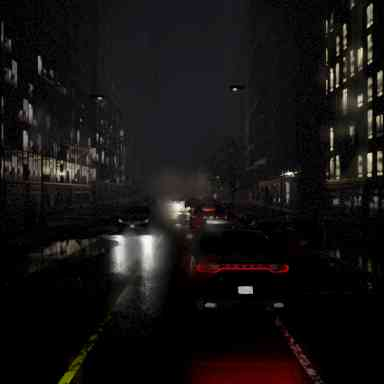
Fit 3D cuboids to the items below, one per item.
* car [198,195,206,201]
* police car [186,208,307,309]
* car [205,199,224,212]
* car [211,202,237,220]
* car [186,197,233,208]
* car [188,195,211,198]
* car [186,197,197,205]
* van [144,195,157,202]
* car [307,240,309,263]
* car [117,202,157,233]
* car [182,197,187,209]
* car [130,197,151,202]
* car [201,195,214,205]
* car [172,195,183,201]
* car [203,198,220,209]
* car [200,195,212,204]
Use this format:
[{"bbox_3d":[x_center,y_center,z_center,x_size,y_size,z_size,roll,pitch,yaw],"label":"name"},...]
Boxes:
[{"bbox_3d":[2.566,1.463,85.371,1.887,1.381,4.507,0,0,0],"label":"car"},{"bbox_3d":[0.888,1.425,8.111,1.930,1.638,5.238,0,0,0],"label":"police car"},{"bbox_3d":[2.632,1.544,39.831,2.008,1.369,4.403,0,0,0],"label":"car"},{"bbox_3d":[2.648,1.581,28.446,1.802,1.307,4.206,0,0,0],"label":"car"},{"bbox_3d":[0.872,1.351,17.971,2.097,1.767,4.553,0,0,0],"label":"car"},{"bbox_3d":[0.863,1.351,23.970,2.097,1.767,4.553,0,0,0],"label":"car"},{"bbox_3d":[-0.087,1.531,58.761,1.994,1.385,4.181,0,0,0],"label":"car"},{"bbox_3d":[-5.757,1.328,45.515,1.690,1.788,3.998,0,0,0],"label":"van"},{"bbox_3d":[2.673,1.582,11.368,1.802,1.307,4.206,0,0,0],"label":"car"},{"bbox_3d":[-3.129,1.525,19.782,1.812,1.442,4.674,0,0,0],"label":"car"},{"bbox_3d":[-0.052,1.588,45.646,1.895,1.301,4.718,0,0,0],"label":"car"},{"bbox_3d":[-5.741,1.548,34.130,2.008,1.369,4.403,0,0,0],"label":"car"},{"bbox_3d":[2.607,1.410,56.908,1.967,1.590,4.097,0,0,0],"label":"car"},{"bbox_3d":[-3.117,1.410,78.521,1.882,1.535,5.008,0,0,0],"label":"car"},{"bbox_3d":[2.624,1.538,45.523,2.008,1.369,4.403,0,0,0],"label":"car"},{"bbox_3d":[2.599,1.401,62.600,1.967,1.590,4.097,0,0,0],"label":"car"}]
